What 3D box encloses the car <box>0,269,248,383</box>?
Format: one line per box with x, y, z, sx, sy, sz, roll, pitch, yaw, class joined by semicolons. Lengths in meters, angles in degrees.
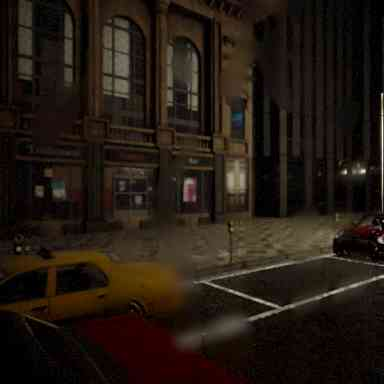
-1.954;1.611;1.829;4.718;1.301;1.895;0;0;-36;car

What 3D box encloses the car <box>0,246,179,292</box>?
-2.438;1.542;4.899;4.829;1.417;1.752;0;0;-36;car

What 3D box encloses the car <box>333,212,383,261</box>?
6.730;1.437;11.631;4.097;1.590;1.967;0;0;-36;car
